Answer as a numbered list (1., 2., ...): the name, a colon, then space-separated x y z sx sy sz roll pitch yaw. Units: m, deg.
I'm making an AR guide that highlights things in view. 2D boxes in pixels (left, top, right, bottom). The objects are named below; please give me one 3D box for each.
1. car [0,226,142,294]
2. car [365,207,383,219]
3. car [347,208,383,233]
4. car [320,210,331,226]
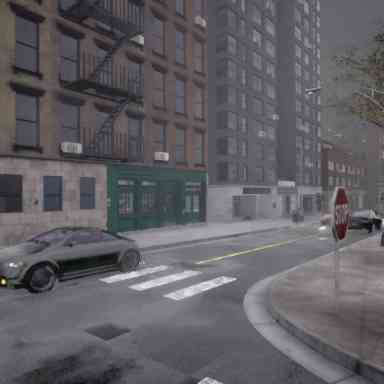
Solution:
1. car: -3.414 1.678 9.228 1.994 1.385 4.181 0 -1 39
2. car: 24.108 2.700 43.253 1.895 1.301 4.718 0 -1 39
3. car: 12.446 2.060 24.224 1.882 1.535 5.008 0 -2 39
4. car: 12.999 2.232 29.608 1.812 1.442 4.674 0 -2 39
